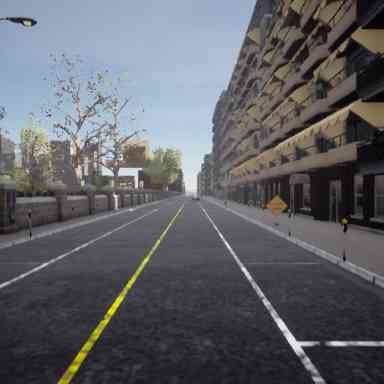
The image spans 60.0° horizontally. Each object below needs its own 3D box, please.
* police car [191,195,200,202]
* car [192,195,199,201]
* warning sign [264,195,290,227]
[{"bbox_3d":[0.900,1.584,80.016,1.930,1.638,5.238,0,0,0],"label":"police car"},{"bbox_3d":[0.900,1.653,90.095,1.801,1.575,5.366,0,0,0],"label":"car"},{"bbox_3d":[5.068,1.123,19.905,1.300,1.860,1.060,0,0,0],"label":"warning sign"}]
